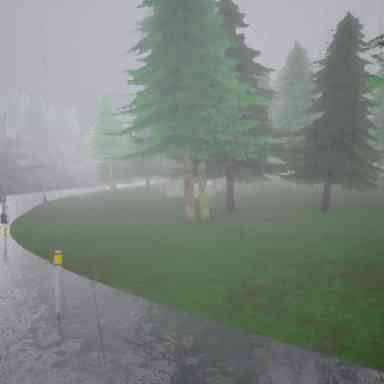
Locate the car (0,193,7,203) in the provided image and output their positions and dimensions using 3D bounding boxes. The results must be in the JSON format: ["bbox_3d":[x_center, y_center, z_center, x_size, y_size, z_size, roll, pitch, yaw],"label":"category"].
[{"bbox_3d":[-23.375,0.716,39.104,2.128,1.511,4.902,0,3,-13],"label":"car"}]
